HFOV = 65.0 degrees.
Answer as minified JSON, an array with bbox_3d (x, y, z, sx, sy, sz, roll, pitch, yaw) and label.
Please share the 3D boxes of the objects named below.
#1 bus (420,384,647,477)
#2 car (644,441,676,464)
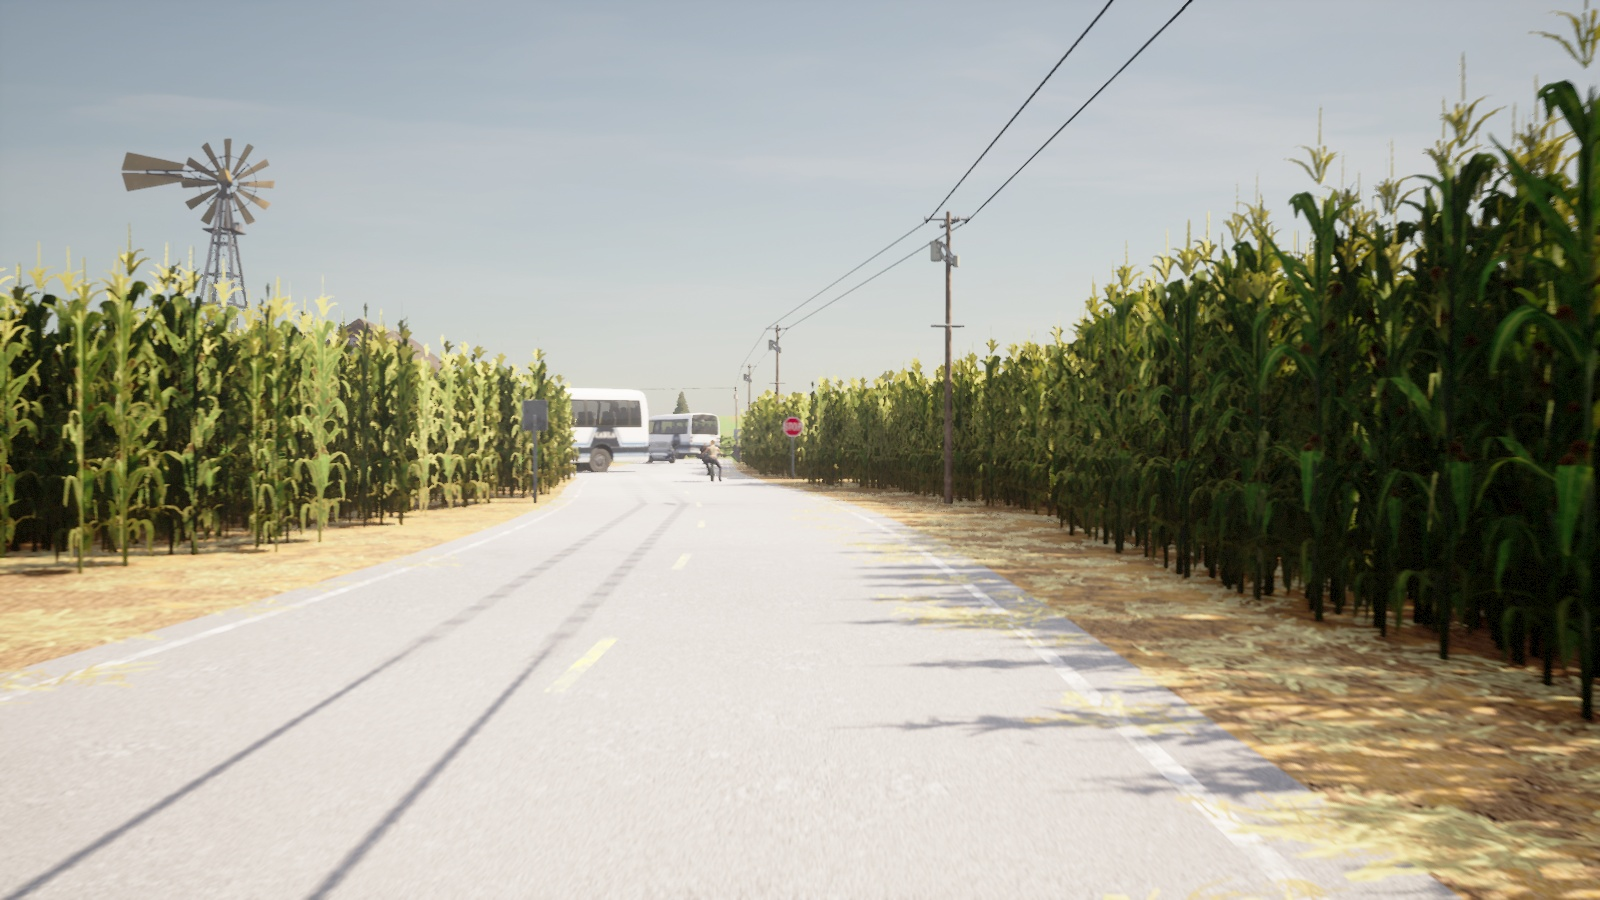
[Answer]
[{"bbox_3d":[-13.018,-0.992,62.079,10.273,4.253,3.944,-1,2,-39],"label":"bus"},{"bbox_3d":[-10.140,0.153,91.278,2.033,1.649,4.856,0,0,-3],"label":"car"}]
